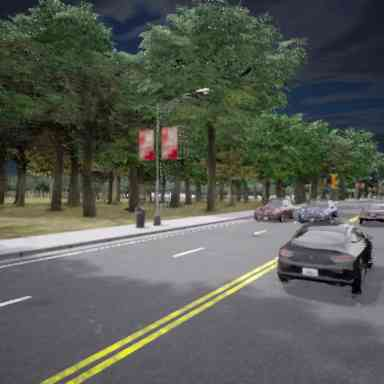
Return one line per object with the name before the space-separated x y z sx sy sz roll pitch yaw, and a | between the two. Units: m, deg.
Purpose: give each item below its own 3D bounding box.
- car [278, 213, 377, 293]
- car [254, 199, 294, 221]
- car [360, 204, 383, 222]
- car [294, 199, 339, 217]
car | 3.718 1.523 8.943 1.812 1.442 4.674 0 0 32
car | 6.512 1.336 25.921 2.097 1.767 4.553 0 0 32
car | 13.408 1.583 24.305 2.033 1.411 5.357 0 0 32
car | 9.266 1.359 24.195 2.097 1.767 4.553 0 0 32
